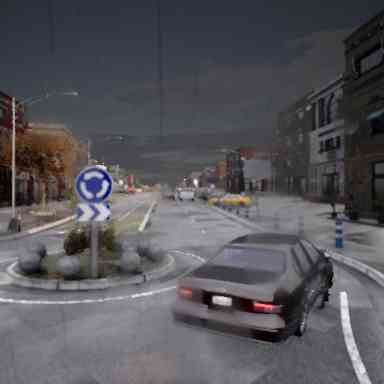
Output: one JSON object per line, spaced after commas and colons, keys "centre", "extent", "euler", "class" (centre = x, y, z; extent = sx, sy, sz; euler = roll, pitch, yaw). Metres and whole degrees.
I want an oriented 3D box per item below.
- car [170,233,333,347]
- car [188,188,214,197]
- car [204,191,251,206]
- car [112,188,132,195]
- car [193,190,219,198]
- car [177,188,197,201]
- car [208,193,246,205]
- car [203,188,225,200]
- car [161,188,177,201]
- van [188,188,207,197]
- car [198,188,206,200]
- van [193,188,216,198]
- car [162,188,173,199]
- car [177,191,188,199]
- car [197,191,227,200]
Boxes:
{"centre": [1.627, 1.572, 6.828], "extent": [2.033, 1.411, 5.357], "euler": [0, 0, 29], "class": "car"}
{"centre": [1.961, 0.113, 74.576], "extent": [5.566, 2.045, 2.435], "euler": [0, 1, -5], "class": "car"}
{"centre": [4.644, 0.979, 41.617], "extent": [5.366, 1.575, 1.946], "euler": [0, 1, -5], "class": "car"}
{"centre": [-20.191, -0.092, 91.920], "extent": [5.566, 2.045, 2.435], "euler": [0, 1, -5], "class": "car"}
{"centre": [2.705, 0.470, 66.342], "extent": [5.008, 1.535, 2.097], "euler": [0, 1, -5], "class": "car"}
{"centre": [-0.846, 0.417, 54.009], "extent": [2.150, 2.045, 5.566], "euler": [0, 1, -5], "class": "car"}
{"centre": [4.596, 0.951, 44.381], "extent": [4.674, 1.452, 2.002], "euler": [0, 1, -5], "class": "car"}
{"centre": [4.325, 0.717, 47.119], "extent": [4.553, 1.767, 2.185], "euler": [0, 1, -5], "class": "car"}
{"centre": [-3.884, 0.531, 54.381], "extent": [2.097, 1.767, 4.553], "euler": [0, 1, -4], "class": "car"}
{"centre": [1.400, 0.086, 80.059], "extent": [4.442, 1.987, 1.878], "euler": [0, 0, -5], "class": "van"}
{"centre": [4.149, 0.528, 49.866], "extent": [5.566, 2.045, 2.435], "euler": [0, 1, -5], "class": "car"}
{"centre": [2.589, 0.207, 68.973], "extent": [4.442, 1.987, 1.878], "euler": [0, 1, -5], "class": "van"}
{"centre": [-4.780, 0.225, 64.158], "extent": [2.150, 2.045, 5.566], "euler": [0, 1, -5], "class": "car"}
{"centre": [-1.789, 0.513, 64.389], "extent": [1.837, 1.490, 4.892], "euler": [0, 1, -5], "class": "car"}
{"centre": [3.416, 0.609, 58.105], "extent": [4.892, 1.521, 2.231], "euler": [0, 1, -5], "class": "car"}
